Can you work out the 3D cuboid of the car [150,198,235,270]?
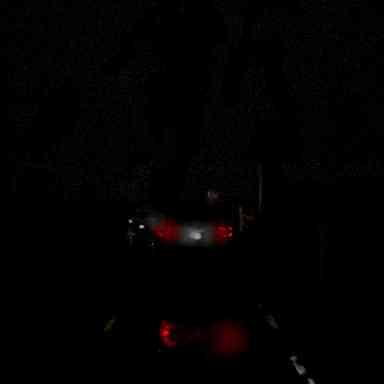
[{"bbox_3d":[0.103,1.202,11.027,2.150,2.045,5.566,0,0,0],"label":"car"}]

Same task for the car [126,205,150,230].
[{"bbox_3d":[-2.748,1.513,20.870,2.033,1.411,5.357,0,0,0],"label":"car"}]

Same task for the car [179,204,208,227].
[{"bbox_3d":[0.106,1.563,23.600,1.895,1.301,4.718,0,0,0],"label":"car"}]
